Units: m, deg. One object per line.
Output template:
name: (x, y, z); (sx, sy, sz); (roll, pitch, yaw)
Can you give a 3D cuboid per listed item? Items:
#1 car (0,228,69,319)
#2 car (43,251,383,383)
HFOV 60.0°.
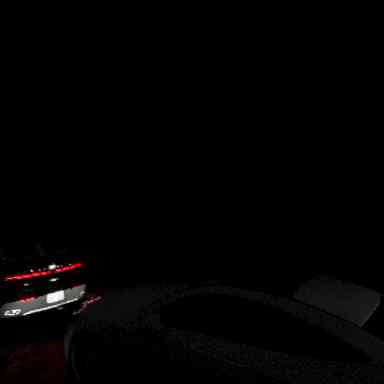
car: (-4.268, 1.532, 7.057); (4.892, 1.490, 1.837); (0, 0, 36)
car: (0.590, 1.547, 3.537); (4.674, 1.442, 1.812); (0, 0, 36)
